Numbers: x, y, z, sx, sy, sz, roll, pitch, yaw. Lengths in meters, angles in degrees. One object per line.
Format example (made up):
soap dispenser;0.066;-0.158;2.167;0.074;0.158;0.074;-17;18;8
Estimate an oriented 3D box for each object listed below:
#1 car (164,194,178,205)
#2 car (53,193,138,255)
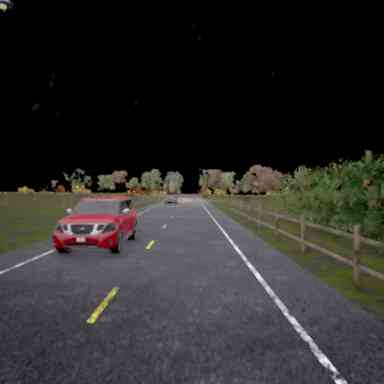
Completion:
car;-3.550;1.212;55.700;2.097;1.767;4.553;0;0;0
car;-3.598;1.187;13.533;2.150;2.045;5.566;0;0;0
